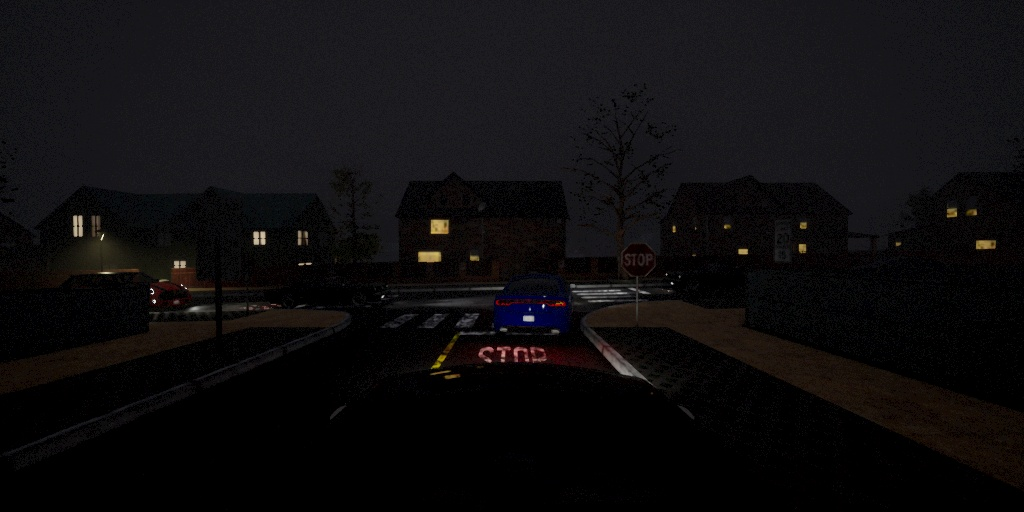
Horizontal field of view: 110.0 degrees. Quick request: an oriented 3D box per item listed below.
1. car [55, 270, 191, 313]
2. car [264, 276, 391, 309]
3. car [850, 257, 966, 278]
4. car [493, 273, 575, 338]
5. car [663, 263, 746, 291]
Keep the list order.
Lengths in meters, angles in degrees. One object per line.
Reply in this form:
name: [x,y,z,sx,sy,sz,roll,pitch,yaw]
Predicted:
car: [-16.798,1.472,15.533,4.553,1.767,2.097,-1,1,0]
car: [-7.810,1.506,15.540,4.718,1.301,1.895,-1,1,0]
car: [20.058,0.754,18.500,5.357,1.411,2.033,-1,1,0]
car: [0.787,1.227,10.331,1.882,1.535,5.008,0,0,10]
car: [10.412,1.034,18.465,4.718,1.301,1.895,-1,1,-1]
